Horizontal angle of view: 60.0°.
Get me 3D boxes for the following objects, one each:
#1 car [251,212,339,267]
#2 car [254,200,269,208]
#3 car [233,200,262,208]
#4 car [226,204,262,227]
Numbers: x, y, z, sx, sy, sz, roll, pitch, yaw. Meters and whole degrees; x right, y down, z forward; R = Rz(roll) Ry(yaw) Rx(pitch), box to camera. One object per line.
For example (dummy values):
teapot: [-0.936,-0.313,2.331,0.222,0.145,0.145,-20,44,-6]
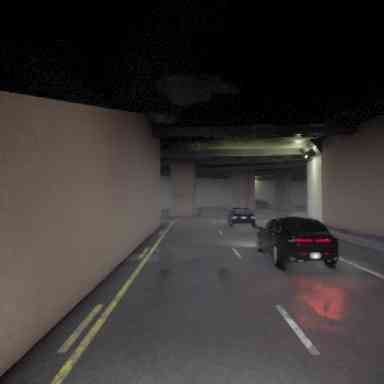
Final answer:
car: [3.542,1.632,11.894,1.837,1.490,4.892,0,-1,1]
car: [11.457,2.121,59.288,5.008,1.535,1.882,0,-1,-33]
car: [10.555,2.231,63.051,5.357,1.411,2.033,0,-1,-31]
car: [3.656,1.821,25.142,2.033,1.411,5.357,0,-1,3]
